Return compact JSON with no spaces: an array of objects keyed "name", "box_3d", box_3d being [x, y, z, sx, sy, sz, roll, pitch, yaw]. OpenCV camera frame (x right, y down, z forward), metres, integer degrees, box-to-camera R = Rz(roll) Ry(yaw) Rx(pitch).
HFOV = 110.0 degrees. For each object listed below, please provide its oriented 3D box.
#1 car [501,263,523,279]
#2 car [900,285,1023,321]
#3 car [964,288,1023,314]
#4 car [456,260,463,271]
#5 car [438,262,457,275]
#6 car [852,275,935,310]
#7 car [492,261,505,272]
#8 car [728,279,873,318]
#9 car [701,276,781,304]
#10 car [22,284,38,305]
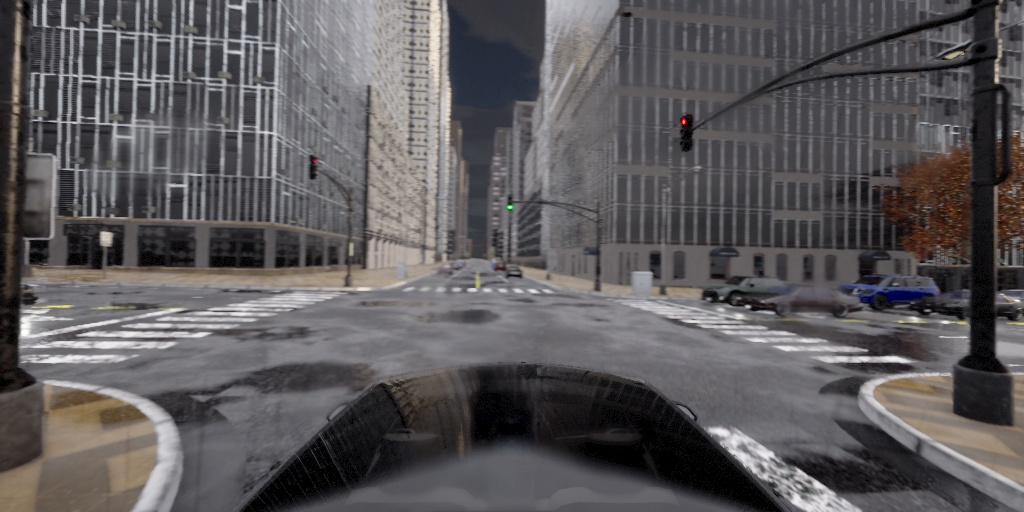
[{"name":"car","box_3d":[0.135,1.820,40.292,1.948,1.339,4.313,0,0,-6]},{"name":"car","box_3d":[23.541,2.468,18.404,5.357,1.411,2.033,2,-1,-8]},{"name":"car","box_3d":[32.531,2.877,22.944,5.357,1.411,2.033,2,-1,-8]},{"name":"car","box_3d":[-9.912,1.868,61.523,1.948,1.339,4.313,0,0,-6]},{"name":"car","box_3d":[-8.294,1.720,45.020,1.802,1.307,4.207,0,0,-6]},{"name":"car","box_3d":[22.405,2.142,21.528,5.566,2.045,2.150,2,-1,-8]},{"name":"car","box_3d":[-2.071,1.787,62.290,2.192,1.841,5.009,0,0,-6]},{"name":"car","box_3d":[13.575,2.066,17.004,5.357,1.411,2.033,2,-1,-8]},{"name":"car","box_3d":[13.146,1.899,20.229,4.553,1.767,2.097,2,-1,-8]},{"name":"car","box_3d":[-16.304,0.802,9.364,5.357,1.411,2.033,2,-1,-5]}]
